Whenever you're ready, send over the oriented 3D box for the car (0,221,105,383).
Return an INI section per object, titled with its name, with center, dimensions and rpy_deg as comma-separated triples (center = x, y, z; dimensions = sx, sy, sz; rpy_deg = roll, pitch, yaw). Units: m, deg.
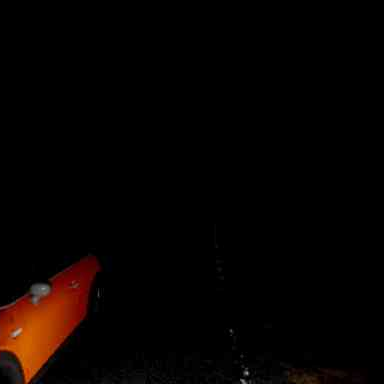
[car]
center = -2.647, 1.359, 4.115
dimensions = 2.097, 1.767, 4.553
rpy_deg = 0, 0, 1
